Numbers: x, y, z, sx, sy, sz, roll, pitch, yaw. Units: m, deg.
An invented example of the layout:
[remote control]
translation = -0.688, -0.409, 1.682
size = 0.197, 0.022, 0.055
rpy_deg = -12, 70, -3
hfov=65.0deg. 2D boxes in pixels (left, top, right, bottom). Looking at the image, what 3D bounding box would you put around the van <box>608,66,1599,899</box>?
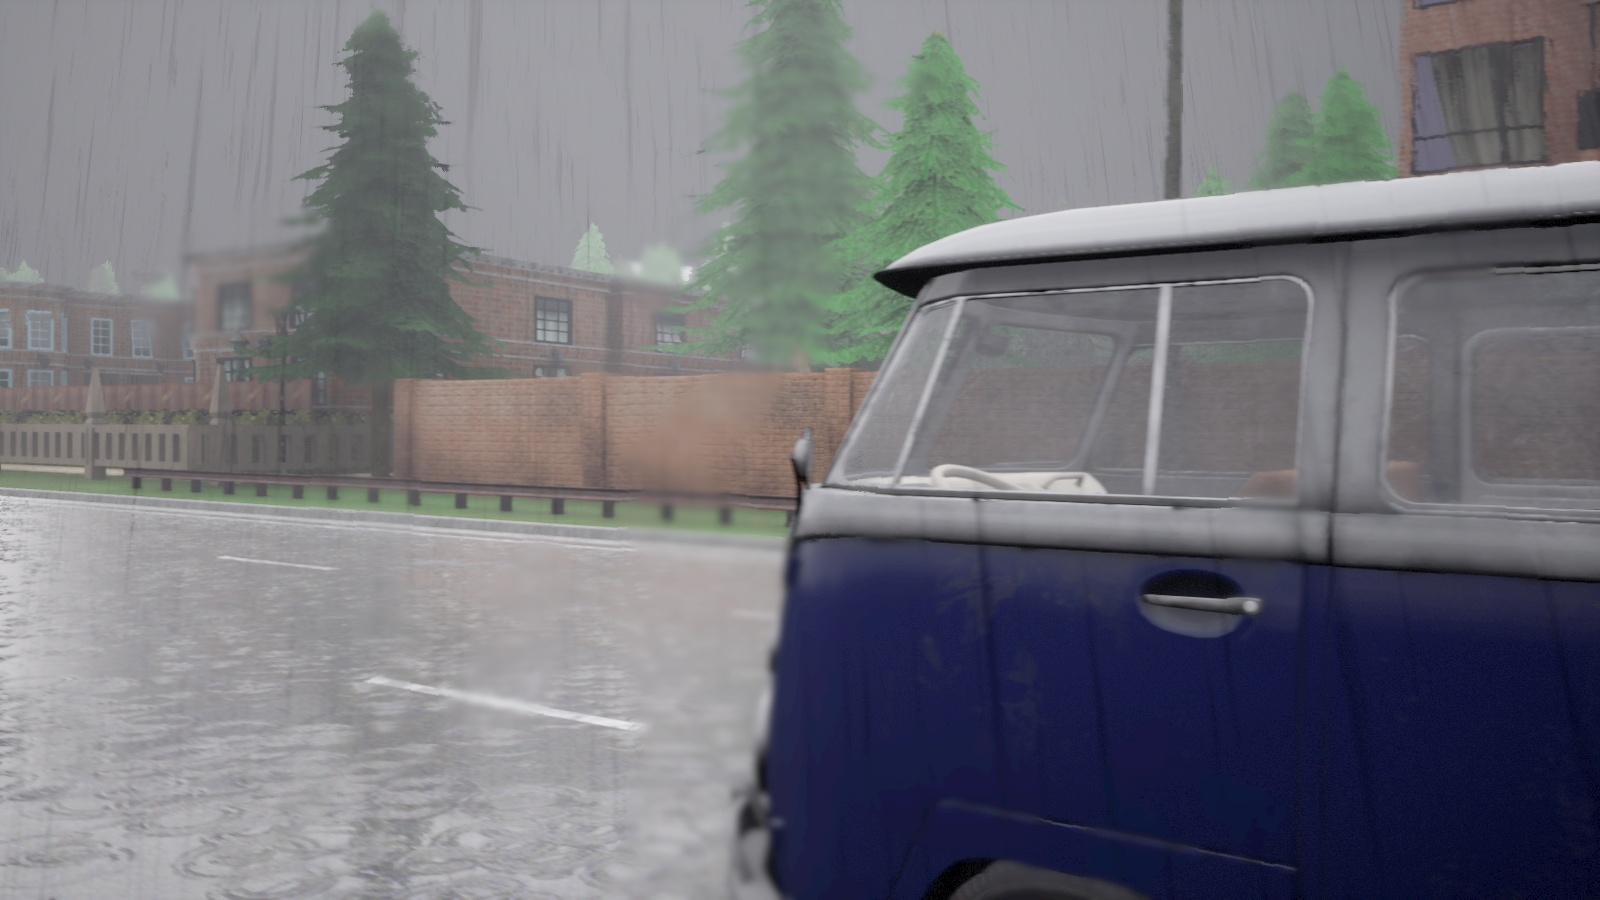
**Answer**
[van]
translation = 1.918, 0.435, 2.345
size = 4.442, 1.987, 1.775
rpy_deg = 0, 1, 34
